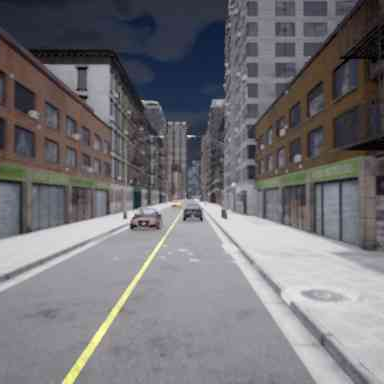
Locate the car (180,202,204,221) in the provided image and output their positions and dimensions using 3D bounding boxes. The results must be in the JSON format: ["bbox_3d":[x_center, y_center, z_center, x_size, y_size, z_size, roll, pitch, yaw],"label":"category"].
[{"bbox_3d":[0.088,1.929,31.804,1.837,1.490,4.892,0,-1,0],"label":"car"}]

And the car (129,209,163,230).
[{"bbox_3d":[-3.106,1.873,23.323,1.994,1.385,4.181,0,-1,0],"label":"car"}]

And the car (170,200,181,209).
[{"bbox_3d":[-3.038,2.357,63.803,1.882,1.535,5.008,0,-1,0],"label":"car"}]

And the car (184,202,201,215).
[{"bbox_3d":[0.076,2.067,42.578,2.128,1.511,4.902,0,-1,0],"label":"car"}]
